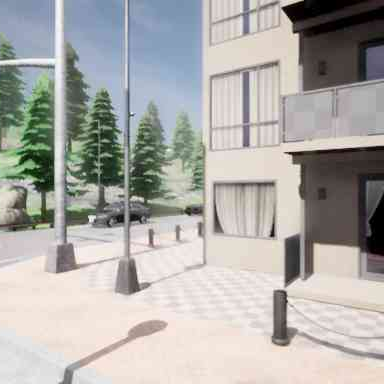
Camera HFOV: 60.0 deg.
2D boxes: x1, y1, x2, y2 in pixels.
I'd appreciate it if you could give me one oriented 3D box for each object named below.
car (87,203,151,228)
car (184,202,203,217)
[{"bbox_3d":[-4.868,1.513,22.702,2.128,1.511,4.902,0,0,35],"label":"car"},{"bbox_3d":[1.281,1.622,31.585,1.895,1.301,4.718,0,0,35],"label":"car"}]
